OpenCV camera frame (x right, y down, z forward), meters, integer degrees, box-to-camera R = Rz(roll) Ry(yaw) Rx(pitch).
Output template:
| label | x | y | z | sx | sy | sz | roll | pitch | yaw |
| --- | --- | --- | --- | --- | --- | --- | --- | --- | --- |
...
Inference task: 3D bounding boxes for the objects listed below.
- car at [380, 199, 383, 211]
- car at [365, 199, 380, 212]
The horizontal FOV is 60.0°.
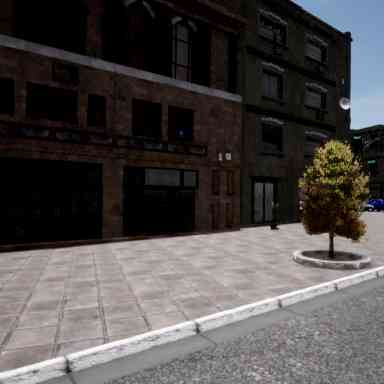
| label | x | y | z | sx | sy | sz | roll | pitch | yaw |
| --- | --- | --- | --- | --- | --- | --- | --- | --- | --- |
| car | 21.485 | 1.564 | 37.498 | 1.812 | 1.442 | 4.674 | 1 | 0 | -18 |
| car | 18.698 | 1.568 | 38.129 | 1.947 | 1.339 | 4.313 | 1 | -1 | -17 |
